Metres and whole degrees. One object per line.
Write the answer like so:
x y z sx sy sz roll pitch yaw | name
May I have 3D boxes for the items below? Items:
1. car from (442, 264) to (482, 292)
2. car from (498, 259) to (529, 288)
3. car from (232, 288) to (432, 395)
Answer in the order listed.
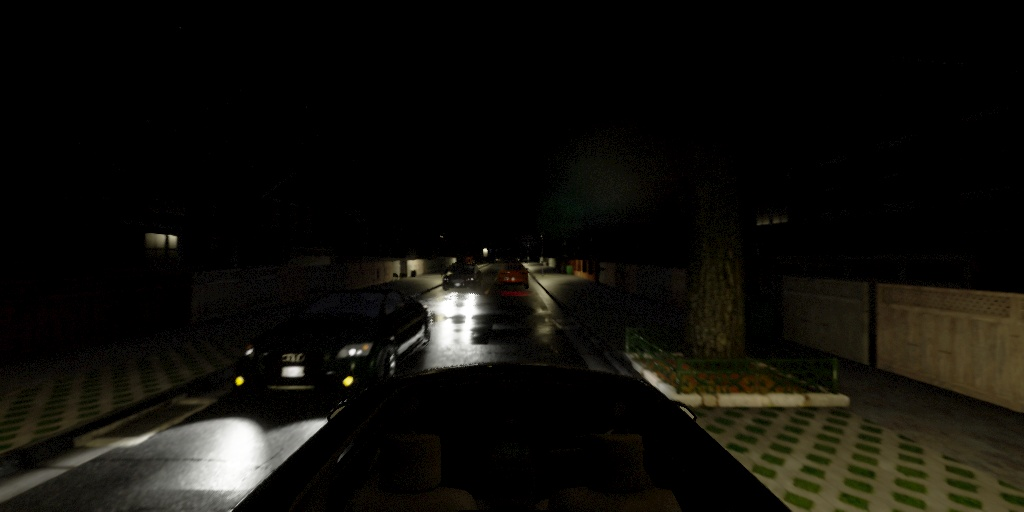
-2.820 1.216 21.109 2.128 1.511 4.902 0 0 0 | car
0.082 1.195 23.486 1.882 1.535 5.008 0 0 0 | car
-2.831 1.313 6.640 1.994 1.385 4.181 0 0 0 | car
